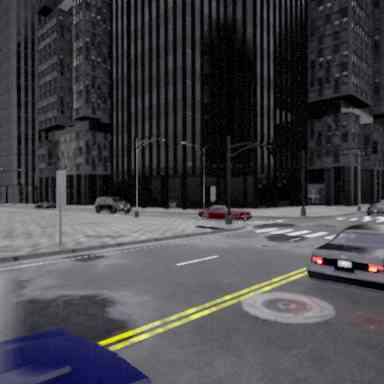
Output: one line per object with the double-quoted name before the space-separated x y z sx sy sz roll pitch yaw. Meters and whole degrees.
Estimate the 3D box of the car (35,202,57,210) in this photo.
"car" -23.355 2.224 53.213 4.718 1.301 1.895 -1 -1 44

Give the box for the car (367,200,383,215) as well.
"car" 18.773 1.571 32.744 1.837 1.490 4.892 0 0 44

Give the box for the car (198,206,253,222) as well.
"car" 2.701 1.791 27.506 1.895 1.301 4.718 0 0 -42

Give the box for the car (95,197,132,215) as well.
"car" -9.501 1.612 39.710 5.566 2.045 2.150 -1 0 44

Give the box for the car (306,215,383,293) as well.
"car" 4.939 1.562 8.776 2.033 1.411 5.357 0 0 44

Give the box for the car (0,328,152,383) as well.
"car" -2.228 1.604 1.352 1.895 1.301 4.718 0 0 44
